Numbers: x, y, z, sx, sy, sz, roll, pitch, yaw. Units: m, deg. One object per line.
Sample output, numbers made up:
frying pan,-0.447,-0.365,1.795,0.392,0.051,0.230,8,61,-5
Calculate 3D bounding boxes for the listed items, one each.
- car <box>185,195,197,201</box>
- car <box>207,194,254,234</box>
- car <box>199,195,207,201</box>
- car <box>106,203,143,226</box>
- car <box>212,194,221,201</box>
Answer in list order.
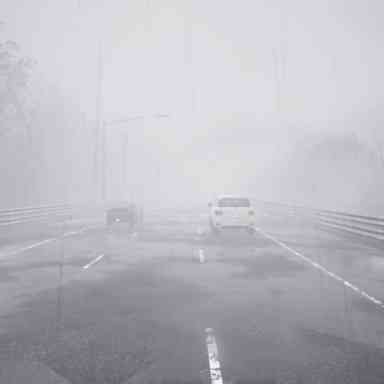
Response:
car,-0.657,1.620,85.767,2.033,1.411,5.357,0,0,6
car,2.204,1.228,19.265,2.150,2.045,5.566,0,0,1
car,2.872,1.675,85.870,1.895,1.301,4.718,0,0,6
car,-4.685,1.516,23.654,1.837,1.490,4.892,0,0,1
car,6.431,1.436,86.264,2.097,1.767,4.553,0,0,6
